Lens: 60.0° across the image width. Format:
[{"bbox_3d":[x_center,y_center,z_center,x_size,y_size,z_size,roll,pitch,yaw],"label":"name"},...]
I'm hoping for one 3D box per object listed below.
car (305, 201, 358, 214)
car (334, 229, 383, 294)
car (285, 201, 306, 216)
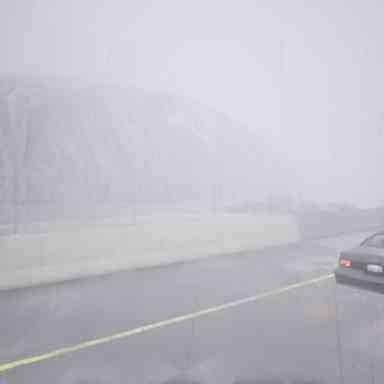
[{"bbox_3d":[11.918,1.508,27.524,5.357,1.411,2.033,0,0,-42],"label":"car"},{"bbox_3d":[5.532,1.530,8.057,5.357,1.411,2.033,0,0,-39],"label":"car"},{"bbox_3d":[10.436,1.513,30.889,5.357,1.411,2.033,0,0,-42],"label":"car"}]
